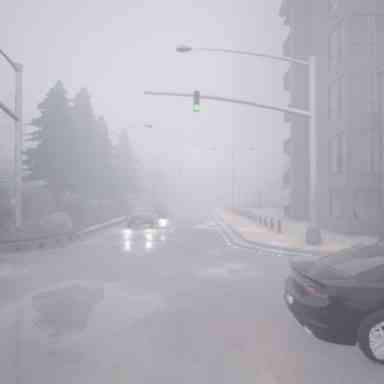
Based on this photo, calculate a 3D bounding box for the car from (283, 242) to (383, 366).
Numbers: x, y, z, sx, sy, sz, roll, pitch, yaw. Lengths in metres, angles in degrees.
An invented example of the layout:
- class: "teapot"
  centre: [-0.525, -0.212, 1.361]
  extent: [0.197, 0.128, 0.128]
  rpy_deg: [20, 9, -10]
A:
- class: "car"
  centre: [4.040, 1.544, 5.249]
  extent: [5.008, 1.535, 1.882]
  rpy_deg: [0, -1, 1]

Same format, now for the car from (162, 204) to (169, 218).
- class: "car"
  centre: [-3.500, 1.976, 35.171]
  extent: [1.895, 1.301, 4.718]
  rpy_deg: [0, -1, 1]

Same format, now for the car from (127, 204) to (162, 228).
- class: "car"
  centre: [-3.623, 1.802, 25.013]
  extent: [1.812, 1.442, 4.674]
  rpy_deg: [0, -1, 1]
